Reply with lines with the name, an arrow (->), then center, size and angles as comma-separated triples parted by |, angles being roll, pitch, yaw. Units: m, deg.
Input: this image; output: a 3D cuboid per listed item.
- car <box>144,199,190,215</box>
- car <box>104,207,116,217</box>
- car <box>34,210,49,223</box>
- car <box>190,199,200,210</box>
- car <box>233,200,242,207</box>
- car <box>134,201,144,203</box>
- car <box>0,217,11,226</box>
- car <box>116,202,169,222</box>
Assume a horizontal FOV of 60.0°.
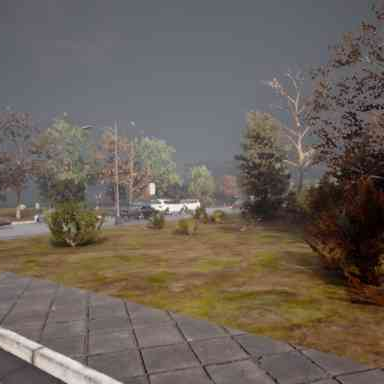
car -> -3.074, 1.961, 41.657 | 2.150, 2.045, 5.566 | -3, -2, 32
car -> -10.041, 2.614, 44.051 | 1.994, 1.385, 4.181 | -3, -2, 32
car -> -14.850, 2.505, 36.452 | 2.128, 1.511, 4.902 | -3, -2, 32
car -> -0.796, 2.192, 52.141 | 2.150, 2.045, 5.566 | -3, -2, 33
car -> 9.290, 2.277, 61.248 | 2.097, 1.767, 4.553 | -3, -2, 33
car -> -6.471, 2.123, 43.185 | 2.150, 2.045, 5.566 | -3, -2, 32
car -> -17.322, 2.387, 26.301 | 2.033, 1.411, 5.357 | -3, -2, 34
car -> -4.735, 2.049, 32.466 | 1.837, 1.490, 4.892 | -3, -2, 32
